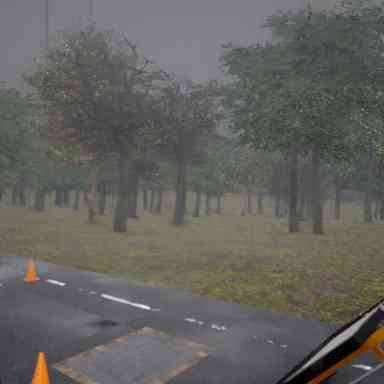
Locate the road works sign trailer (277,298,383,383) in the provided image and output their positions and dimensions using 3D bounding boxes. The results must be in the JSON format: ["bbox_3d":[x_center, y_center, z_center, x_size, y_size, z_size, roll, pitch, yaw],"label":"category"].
[{"bbox_3d":[2.396,1.084,3.192,2.380,3.560,2.880,3,42,-49],"label":"road works sign trailer"}]

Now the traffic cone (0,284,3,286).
[{"bbox_3d":[-5.273,2.205,8.861,0.340,0.580,0.340,-1,-2,37],"label":"traffic cone"}]

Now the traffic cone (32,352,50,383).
[{"bbox_3d":[-1.668,2.072,3.668,0.340,0.580,0.340,-1,-2,37],"label":"traffic cone"}]

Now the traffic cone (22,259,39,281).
[{"bbox_3d":[-4.675,2.241,9.660,0.340,0.580,0.340,-1,-2,37],"label":"traffic cone"}]
